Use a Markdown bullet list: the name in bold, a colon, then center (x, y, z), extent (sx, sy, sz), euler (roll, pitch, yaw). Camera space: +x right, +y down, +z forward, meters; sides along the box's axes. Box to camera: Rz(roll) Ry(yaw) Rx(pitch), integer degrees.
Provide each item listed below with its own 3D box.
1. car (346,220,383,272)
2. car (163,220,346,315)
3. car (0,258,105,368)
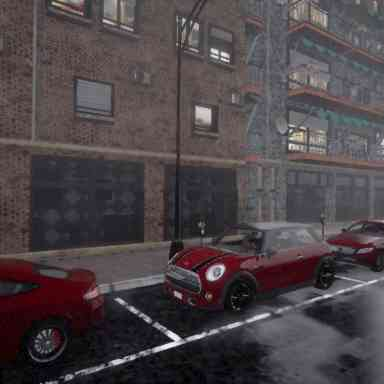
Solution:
- **car**: center (5.957, 1.583, 10.795), extent (4.206, 1.307, 1.802), euler (0, 1, -35)
- **car**: center (1.359, 1.441, 7.512), extent (4.097, 1.590, 1.967), euler (0, 1, -35)
- **car**: center (-3.245, 1.582, 4.232), extent (4.206, 1.307, 1.802), euler (0, 1, -35)
